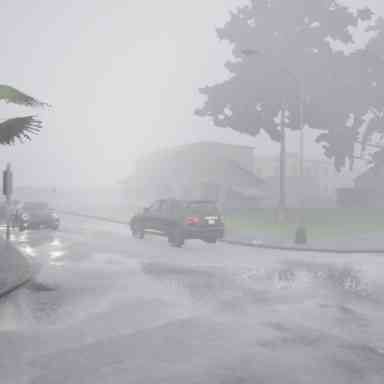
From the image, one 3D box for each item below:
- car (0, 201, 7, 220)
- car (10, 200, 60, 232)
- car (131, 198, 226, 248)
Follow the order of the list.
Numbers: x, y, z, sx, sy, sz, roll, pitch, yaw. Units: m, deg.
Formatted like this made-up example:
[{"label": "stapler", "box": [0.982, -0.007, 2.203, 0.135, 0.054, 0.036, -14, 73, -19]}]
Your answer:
[{"label": "car", "box": [-15.743, 1.533, 29.061, 2.128, 1.511, 4.902, 1, 0, -35]}, {"label": "car", "box": [-9.763, 1.393, 20.625, 2.097, 1.767, 4.553, 1, 0, -35]}, {"label": "car", "box": [-0.828, 1.305, 15.643, 2.150, 2.045, 5.566, 1, -1, -37]}]
